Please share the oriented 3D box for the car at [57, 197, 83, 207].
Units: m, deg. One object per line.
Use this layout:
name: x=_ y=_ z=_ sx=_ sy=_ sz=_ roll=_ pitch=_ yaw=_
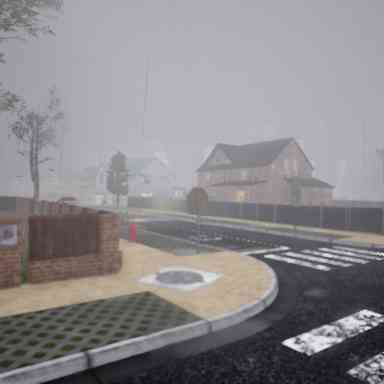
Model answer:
car: x=-13.181 y=1.256 z=35.624 sx=1.812 sy=1.442 sz=4.674 roll=1 pitch=0 yaw=-35
